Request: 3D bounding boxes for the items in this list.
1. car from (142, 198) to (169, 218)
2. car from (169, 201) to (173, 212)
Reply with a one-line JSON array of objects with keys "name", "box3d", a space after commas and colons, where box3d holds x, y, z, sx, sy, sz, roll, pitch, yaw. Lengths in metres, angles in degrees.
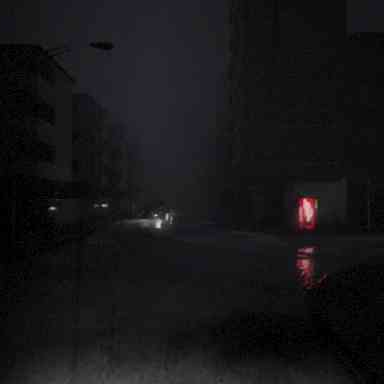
[{"name": "car", "box3d": [-4.107, 1.715, 36.959, 2.150, 2.045, 5.566, 0, -1, 0]}, {"name": "car", "box3d": [-4.094, 2.104, 46.973, 1.882, 1.535, 5.008, 0, -1, 0]}]
